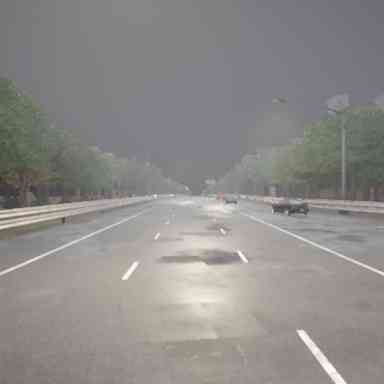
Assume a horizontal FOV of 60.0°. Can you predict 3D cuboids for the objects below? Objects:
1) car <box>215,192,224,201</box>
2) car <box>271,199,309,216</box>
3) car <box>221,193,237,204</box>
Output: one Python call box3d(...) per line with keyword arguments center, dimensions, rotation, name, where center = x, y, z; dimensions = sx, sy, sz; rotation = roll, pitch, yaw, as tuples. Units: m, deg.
box3d(center=(7.033, 1.055, 81.741), dimensions=(2.150, 2.045, 5.566), rotation=(0, 0, 0), name="car")
box3d(center=(9.228, 1.426, 31.685), dimensions=(1.882, 1.535, 5.008), rotation=(0, 0, -11), name="car")
box3d(center=(6.913, 1.416, 60.054), dimensions=(1.994, 1.385, 4.181), rotation=(0, 0, 1), name="car")
